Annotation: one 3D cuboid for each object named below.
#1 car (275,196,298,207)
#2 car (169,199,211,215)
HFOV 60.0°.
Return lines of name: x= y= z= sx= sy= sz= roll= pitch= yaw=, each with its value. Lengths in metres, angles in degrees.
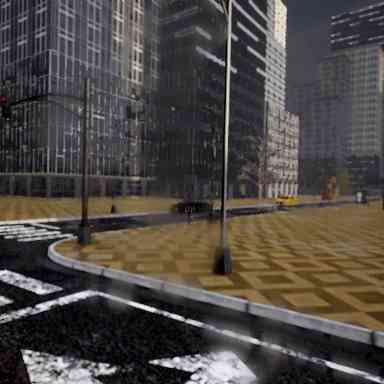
car: x=13.517 y=1.293 z=47.602 sx=1.882 sy=1.535 sz=5.008 roll=2 pitch=1 yaw=37
car: x=-0.092 y=1.263 z=29.416 sx=1.994 sy=1.385 sz=4.181 roll=2 pitch=1 yaw=37
